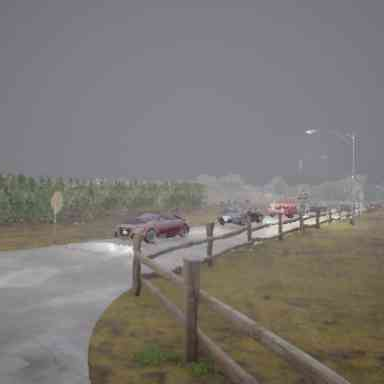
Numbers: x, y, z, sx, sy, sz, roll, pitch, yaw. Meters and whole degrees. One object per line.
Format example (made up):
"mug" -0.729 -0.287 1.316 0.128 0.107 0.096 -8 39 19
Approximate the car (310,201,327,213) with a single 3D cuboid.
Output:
"car" 15.772 1.869 42.183 1.837 1.490 4.892 1 0 36

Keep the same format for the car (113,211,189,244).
"car" -1.954 1.712 16.994 1.994 1.385 4.181 1 0 35

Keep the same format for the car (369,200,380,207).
"car" 38.049 2.338 69.096 2.128 1.511 4.902 1 0 35

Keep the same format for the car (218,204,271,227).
"car" 3.775 1.706 25.147 2.128 1.511 4.902 1 0 35

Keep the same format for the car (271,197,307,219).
"car" 9.597 1.509 33.434 2.150 2.045 5.566 1 0 36

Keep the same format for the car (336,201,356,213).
"car" 20.029 1.950 43.207 1.837 1.490 4.892 1 0 35
